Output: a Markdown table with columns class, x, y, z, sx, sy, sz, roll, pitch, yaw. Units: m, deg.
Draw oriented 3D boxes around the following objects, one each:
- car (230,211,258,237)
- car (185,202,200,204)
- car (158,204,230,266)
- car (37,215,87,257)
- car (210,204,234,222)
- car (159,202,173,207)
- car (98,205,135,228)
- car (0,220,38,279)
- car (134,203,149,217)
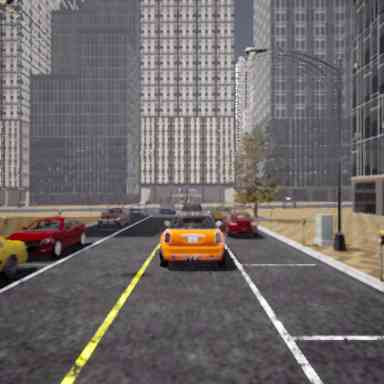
| class | x | y | z | sx | sy | sz | roll | pitch | yaw |
| --- | --- | --- | --- | --- | --- | --- | --- | --- | --- |
| car | 2.686 | 1.785 | 19.129 | 1.802 | 1.307 | 4.206 | -1 | -1 | 0 |
| car | 0.047 | 1.639 | 27.216 | 2.097 | 1.767 | 4.553 | 0 | -1 | 1 |
| car | 0.044 | 1.481 | 12.211 | 2.097 | 1.767 | 4.553 | 0 | -1 | 1 |
| car | -5.696 | 1.689 | 13.572 | 1.887 | 1.381 | 4.507 | -1 | -1 | 0 |
| car | 2.687 | 1.847 | 30.419 | 1.752 | 1.417 | 4.829 | -1 | -1 | 0 |
| car | -3.018 | 1.985 | 41.277 | 2.033 | 1.411 | 5.357 | 0 | -1 | 0 |
| car | -5.694 | 1.844 | 24.690 | 1.802 | 1.307 | 4.206 | -1 | -1 | 0 |
| car | -5.698 | 1.610 | 7.844 | 1.752 | 1.417 | 4.829 | -1 | -1 | 0 |
| car | -5.692 | 1.930 | 35.809 | 2.008 | 1.369 | 4.403 | -1 | -1 | 0 |
